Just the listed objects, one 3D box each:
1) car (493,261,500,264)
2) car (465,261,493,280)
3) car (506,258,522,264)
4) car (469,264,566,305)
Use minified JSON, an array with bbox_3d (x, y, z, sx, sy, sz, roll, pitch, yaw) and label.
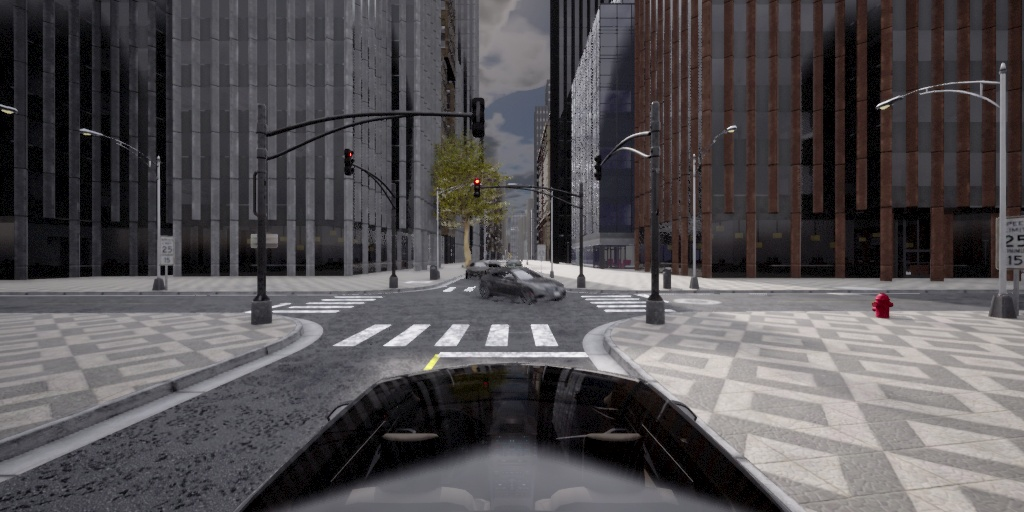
[{"bbox_3d":[-2.882,1.354,55.907,1.895,1.301,4.718,0,0,1],"label":"car"},{"bbox_3d":[-2.999,1.230,31.941,1.882,1.535,5.008,0,0,0],"label":"car"},{"bbox_3d":[0.253,1.105,47.933,2.097,1.767,4.553,0,0,0],"label":"car"},{"bbox_3d":[0.277,1.275,16.261,1.812,1.442,4.674,-1,1,-41],"label":"car"}]
